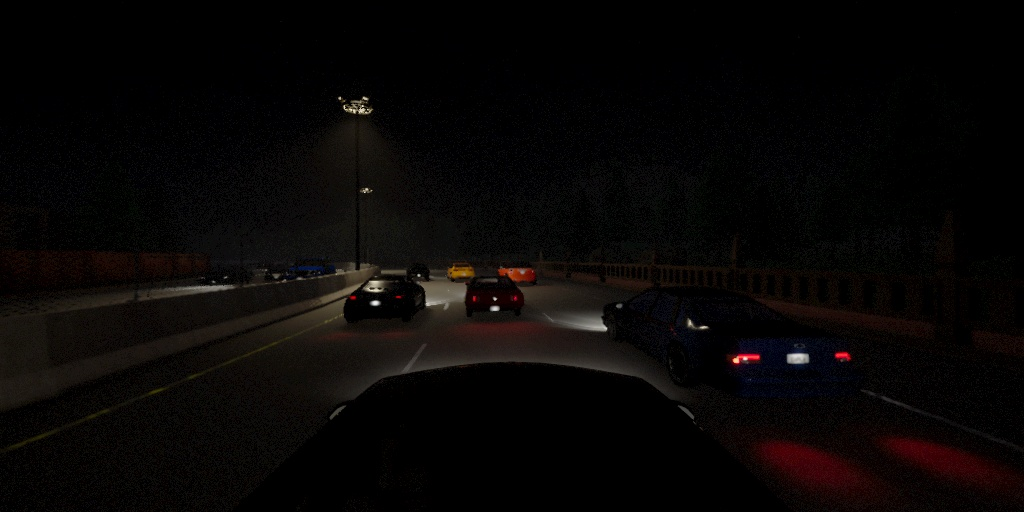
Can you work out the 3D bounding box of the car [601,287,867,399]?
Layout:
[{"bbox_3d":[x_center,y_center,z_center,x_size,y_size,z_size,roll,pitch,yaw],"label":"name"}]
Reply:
[{"bbox_3d":[3.337,1.300,6.863,2.033,1.411,5.357,0,0,-3],"label":"car"}]

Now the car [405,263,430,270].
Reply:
[{"bbox_3d":[-8.455,1.374,32.119,1.837,1.490,4.892,0,0,-17],"label":"car"}]

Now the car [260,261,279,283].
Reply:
[{"bbox_3d":[-19.014,1.392,30.034,2.128,1.511,4.902,0,0,-19],"label":"car"}]

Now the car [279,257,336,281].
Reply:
[{"bbox_3d":[-13.836,1.092,24.965,2.150,2.045,5.566,0,-1,-15],"label":"car"}]

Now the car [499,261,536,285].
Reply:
[{"bbox_3d":[0.241,1.174,26.890,2.097,1.767,4.553,0,0,-13],"label":"car"}]

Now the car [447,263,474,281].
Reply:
[{"bbox_3d":[-4.530,1.330,31.249,1.882,1.535,5.008,0,0,-16],"label":"car"}]

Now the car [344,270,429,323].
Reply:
[{"bbox_3d":[-4.225,1.361,12.499,1.994,1.385,4.181,0,0,-6],"label":"car"}]

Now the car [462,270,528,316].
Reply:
[{"bbox_3d":[-0.802,1.388,13.575,1.895,1.301,4.718,0,0,-7],"label":"car"}]

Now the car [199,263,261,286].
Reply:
[{"bbox_3d":[-21.932,1.453,27.909,2.033,1.411,5.357,0,0,-18],"label":"car"}]
